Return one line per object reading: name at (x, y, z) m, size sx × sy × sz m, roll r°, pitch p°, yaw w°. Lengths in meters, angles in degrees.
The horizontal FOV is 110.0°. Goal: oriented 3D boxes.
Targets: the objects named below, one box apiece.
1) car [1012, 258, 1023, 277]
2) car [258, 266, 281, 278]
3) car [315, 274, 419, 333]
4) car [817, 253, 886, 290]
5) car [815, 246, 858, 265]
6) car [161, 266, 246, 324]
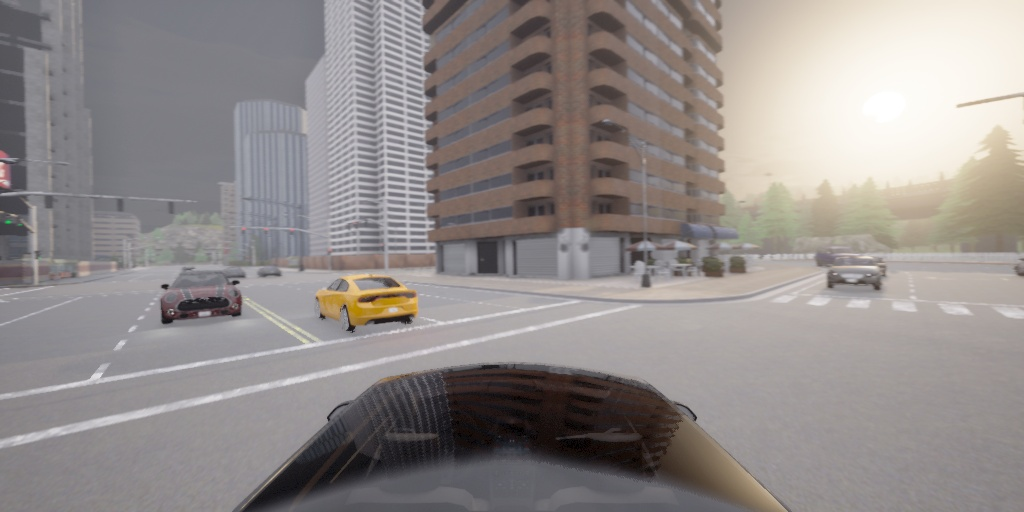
car at (29.650, 0.513, 19.663) m, size 4.674 × 1.442 × 1.812 m, roll -1°, pitch 0°, yaw -44°
car at (-29.714, 1.869, 43.913) m, size 1.994 × 1.385 × 4.181 m, roll -1°, pitch 0°, yaw -42°
car at (-4.797, 1.324, 11.465) m, size 1.882 × 1.535 × 5.008 m, roll -1°, pitch 0°, yaw -41°
car at (16.845, 0.775, 17.622) m, size 4.902 × 1.511 × 2.128 m, roll -1°, pitch 0°, yaw -44°
car at (31.933, 0.099, 35.108) m, size 2.150 × 2.045 × 5.566 m, roll -1°, pitch 1°, yaw 21°
car at (-11.602, 1.346, 13.434) m, size 2.097 × 1.767 × 4.553 m, roll -1°, pitch 0°, yaw -42°
